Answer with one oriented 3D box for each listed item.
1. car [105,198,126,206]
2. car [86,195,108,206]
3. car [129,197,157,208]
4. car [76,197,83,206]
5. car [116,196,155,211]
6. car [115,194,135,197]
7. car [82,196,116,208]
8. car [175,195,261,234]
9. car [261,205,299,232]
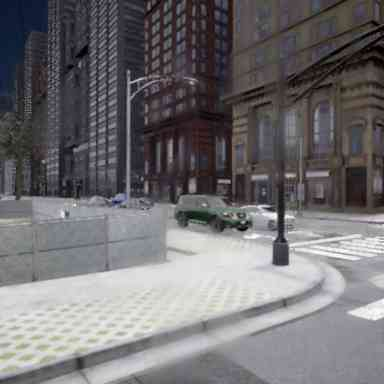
[{"bbox_3d":[-13.171,1.640,57.175,1.895,1.301,4.718,0,0,-35],"label":"car"},{"bbox_3d":[-15.794,1.376,55.257,2.097,1.767,4.553,0,0,-35],"label":"car"},{"bbox_3d":[-7.262,1.533,48.860,2.128,1.511,4.902,0,0,-35],"label":"car"},{"bbox_3d":[-15.575,1.411,49.297,1.895,1.301,4.718,0,0,-35],"label":"car"},{"bbox_3d":[-6.091,1.517,35.651,1.837,1.490,4.892,0,0,-35],"label":"car"},{"bbox_3d":[-9.689,1.248,46.655,2.150,2.045,5.566,0,0,-35],"label":"car"},{"bbox_3d":[-9.612,1.501,35.012,1.837,1.490,4.892,0,0,-35],"label":"car"},{"bbox_3d":[1.113,1.218,19.751,2.150,2.045,5.566,0,0,-35],"label":"car"},{"bbox_3d":[4.378,1.542,20.753,1.812,1.442,4.674,0,0,-37],"label":"car"}]
